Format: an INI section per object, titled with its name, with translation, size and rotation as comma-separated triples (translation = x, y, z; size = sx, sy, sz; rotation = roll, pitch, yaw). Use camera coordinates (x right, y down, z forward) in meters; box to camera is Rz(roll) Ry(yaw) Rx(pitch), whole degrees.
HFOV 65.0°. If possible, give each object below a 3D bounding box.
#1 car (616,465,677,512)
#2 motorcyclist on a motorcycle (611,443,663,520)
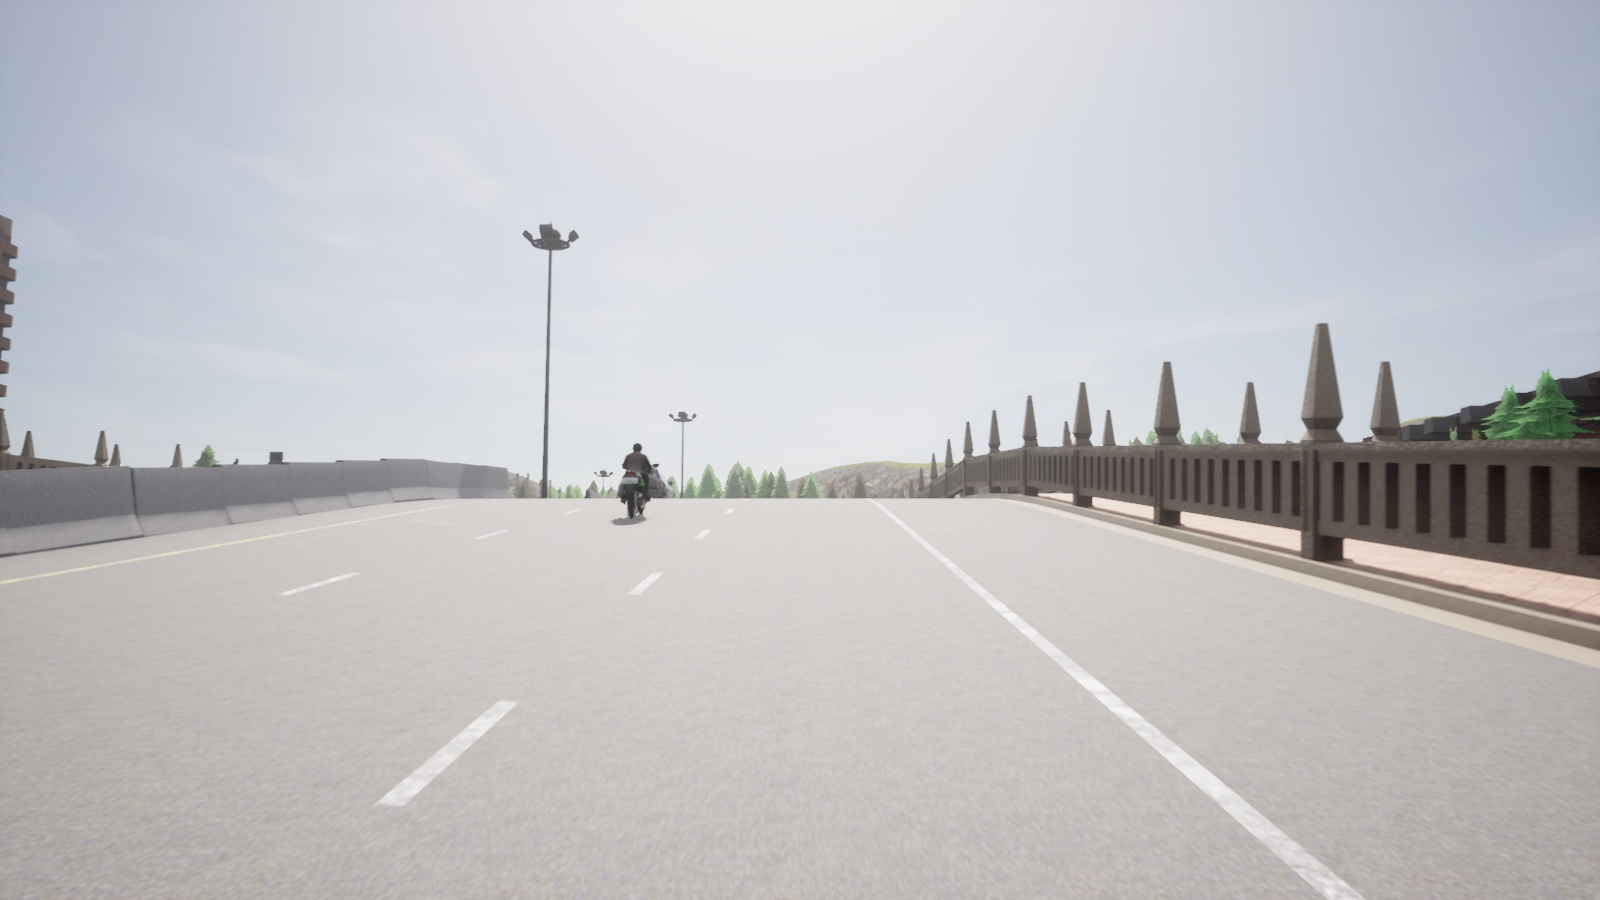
[car]
translation = -6.668, 1.724, 54.974
size = 2.097, 1.767, 4.553
rotation = 0, -6, 0
[motorcyclist on a motorcycle]
translation = -3.336, 0.617, 25.816
size = 0.797, 1.523, 2.044
rotation = 0, 0, 0
